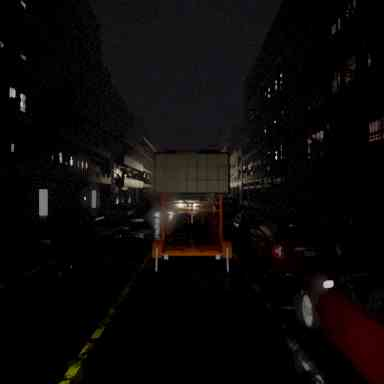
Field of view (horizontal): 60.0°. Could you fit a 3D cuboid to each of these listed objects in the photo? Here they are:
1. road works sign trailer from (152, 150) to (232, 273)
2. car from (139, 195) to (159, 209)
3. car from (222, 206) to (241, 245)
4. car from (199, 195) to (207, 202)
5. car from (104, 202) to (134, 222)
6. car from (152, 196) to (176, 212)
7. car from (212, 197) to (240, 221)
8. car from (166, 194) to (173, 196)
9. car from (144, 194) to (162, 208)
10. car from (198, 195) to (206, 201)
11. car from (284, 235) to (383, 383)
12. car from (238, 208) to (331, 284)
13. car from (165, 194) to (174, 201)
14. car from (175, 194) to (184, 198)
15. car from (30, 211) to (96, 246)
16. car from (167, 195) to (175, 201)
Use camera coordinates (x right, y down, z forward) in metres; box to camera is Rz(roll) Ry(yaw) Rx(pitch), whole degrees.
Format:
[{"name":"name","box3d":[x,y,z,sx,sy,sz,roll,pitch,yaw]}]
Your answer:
[{"name":"road works sign trailer","box3d":[0.003,0.464,10.692,2.380,3.560,2.880,0,0,0]},{"name":"car","box3d":[-5.676,1.429,43.384,1.967,1.590,4.097,0,0,0]},{"name":"car","box3d":[2.696,1.549,15.194,2.008,1.369,4.403,0,0,0]},{"name":"car","box3d":[2.715,1.498,77.365,1.752,1.417,4.829,0,0,0]},{"name":"car","box3d":[-5.681,1.521,26.304,1.752,1.417,4.829,0,0,0]},{"name":"car","box3d":[-3.088,1.517,37.985,1.812,1.442,4.674,0,0,0]},{"name":"car","box3d":[2.701,1.311,26.468,2.192,1.841,5.009,0,0,0]},{"name":"car","box3d":[-5.664,1.288,77.202,2.192,1.841,5.009,0,0,0]},{"name":"car","box3d":[-5.673,1.302,49.020,2.192,1.841,5.009,0,0,0]},{"name":"car","box3d":[2.719,1.511,88.468,1.887,1.381,4.507,0,0,0]},{"name":"car","box3d":[2.693,1.545,3.922,1.887,1.381,4.507,0,0,0]},{"name":"car","box3d":[2.694,1.439,9.559,1.967,1.590,4.097,0,0,0]},{"name":"car","box3d":[-5.663,1.409,82.838,1.967,1.590,4.097,0,0,0]},{"name":"car","box3d":[-2.976,1.111,78.659,1.812,1.442,4.674,0,0,0]},{"name":"car","box3d":[-5.685,1.564,15.200,1.947,1.339,4.313,0,0,0]},{"name":"car","box3d":[-5.662,1.511,88.475,1.887,1.381,4.507,0,0,0]}]
